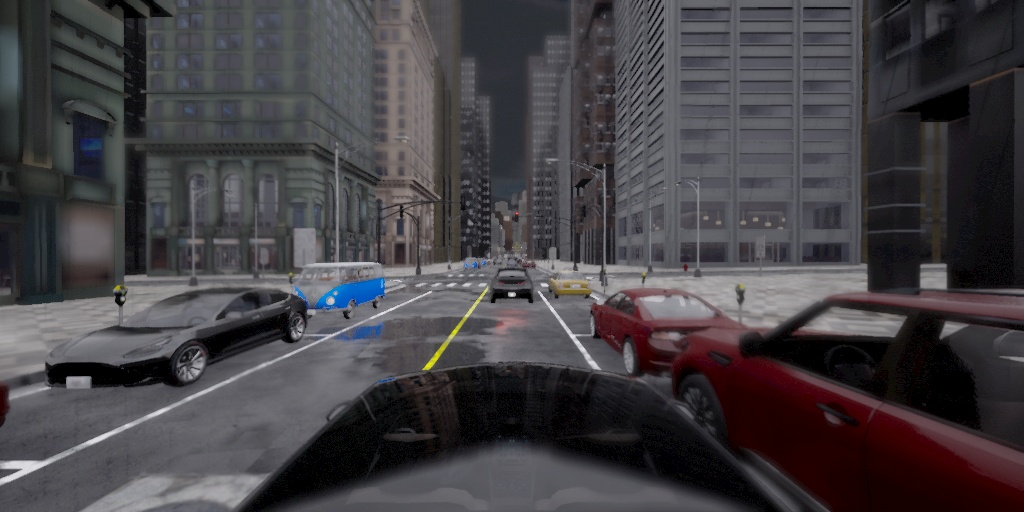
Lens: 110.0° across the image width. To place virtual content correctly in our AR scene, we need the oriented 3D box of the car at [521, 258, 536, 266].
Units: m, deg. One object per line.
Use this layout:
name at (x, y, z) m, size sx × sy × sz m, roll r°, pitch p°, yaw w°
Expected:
car at (2.780, 1.319, 55.852) m, size 1.888 × 1.381 × 4.507 m, roll 0°, pitch 0°, yaw 0°

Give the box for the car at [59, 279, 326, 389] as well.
car at (-5.763, 1.314, 6.948) m, size 1.948 × 1.339 × 4.313 m, roll 0°, pitch 0°, yaw 0°

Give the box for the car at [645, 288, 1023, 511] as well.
car at (2.763, 1.062, 1.890) m, size 2.192 × 1.841 × 5.009 m, roll 0°, pitch 0°, yaw 0°

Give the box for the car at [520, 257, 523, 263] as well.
car at (2.778, 1.325, 61.377) m, size 1.888 × 1.381 × 4.507 m, roll 0°, pitch 0°, yaw 0°

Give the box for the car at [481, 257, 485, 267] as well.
car at (-5.776, 1.319, 55.870) m, size 1.888 × 1.381 × 4.507 m, roll 0°, pitch 0°, yaw 0°

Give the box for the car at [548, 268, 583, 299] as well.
car at (2.769, 1.276, 17.929) m, size 1.751 × 1.417 × 4.829 m, roll 0°, pitch 0°, yaw 0°

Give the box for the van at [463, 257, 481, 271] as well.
van at (-5.776, 1.110, 50.345) m, size 1.690 × 1.789 × 3.998 m, roll 0°, pitch 0°, yaw 0°

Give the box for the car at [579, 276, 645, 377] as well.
car at (2.763, 1.293, 7.179) m, size 1.888 × 1.381 × 4.507 m, roll 0°, pitch 0°, yaw 0°

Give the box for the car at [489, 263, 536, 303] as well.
car at (0.000, 1.268, 16.500) m, size 1.837 × 1.490 × 4.892 m, roll 0°, pitch 0°, yaw 0°

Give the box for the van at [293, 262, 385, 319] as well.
van at (-5.763, 1.090, 12.361) m, size 1.690 × 1.789 × 3.998 m, roll 0°, pitch 0°, yaw 0°

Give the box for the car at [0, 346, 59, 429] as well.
car at (-5.763, 1.293, 1.535) m, size 1.888 × 1.381 × 4.507 m, roll 0°, pitch 0°, yaw 0°
